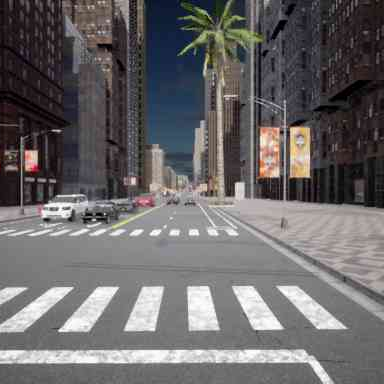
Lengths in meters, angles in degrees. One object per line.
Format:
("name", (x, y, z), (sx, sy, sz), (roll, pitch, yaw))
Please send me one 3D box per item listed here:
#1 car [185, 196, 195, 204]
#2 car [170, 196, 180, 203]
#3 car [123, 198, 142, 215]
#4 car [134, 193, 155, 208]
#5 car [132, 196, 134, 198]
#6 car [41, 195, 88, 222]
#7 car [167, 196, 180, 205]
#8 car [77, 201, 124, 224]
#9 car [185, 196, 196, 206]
("car", (-0.382, 1.539, 66.525), (1.882, 1.535, 5.008), (0, 0, 0))
("car", (-3.549, 1.595, 69.842), (1.812, 1.442, 4.674), (0, 0, 0))
("car", (-6.799, 1.575, 34.507), (1.994, 1.385, 4.181), (0, 0, 0))
("car", (-6.868, 1.242, 50.031), (2.150, 2.045, 5.566), (0, 1, 0))
("car", (-10.102, 1.539, 59.759), (2.128, 1.511, 4.902), (0, 0, 0))
("car", (-10.004, 1.228, 26.780), (2.150, 2.045, 5.566), (0, 0, 0))
("car", (-3.496, 1.647, 59.733), (1.895, 1.301, 4.718), (0, 0, -1))
("car", (-6.742, 1.606, 25.049), (1.895, 1.301, 4.718), (0, 0, 0))
("car", (-0.322, 1.586, 56.102), (2.033, 1.411, 5.357), (0, 0, 0))
